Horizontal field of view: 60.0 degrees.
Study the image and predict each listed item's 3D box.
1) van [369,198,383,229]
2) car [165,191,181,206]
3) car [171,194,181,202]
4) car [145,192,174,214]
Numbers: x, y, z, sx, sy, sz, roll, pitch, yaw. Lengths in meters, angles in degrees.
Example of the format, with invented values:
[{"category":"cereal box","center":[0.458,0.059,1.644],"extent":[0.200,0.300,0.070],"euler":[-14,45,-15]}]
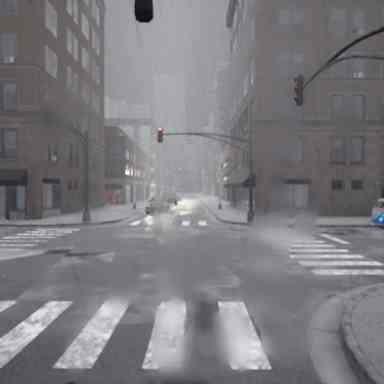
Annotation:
[{"category":"van","center":[12.021,1.237,18.283],"extent":[3.998,1.788,1.690],"euler":[0,0,0]},{"category":"car","center":[-3.176,0.931,47.992],"extent":[2.150,2.045,5.566],"euler":[0,0,0]},{"category":"car","center":[-3.118,1.173,64.740],"extent":[1.812,1.442,4.674],"euler":[0,0,0]},{"category":"car","center":[-3.155,1.158,31.785],"extent":[2.097,1.767,4.553],"euler":[0,0,0]}]
